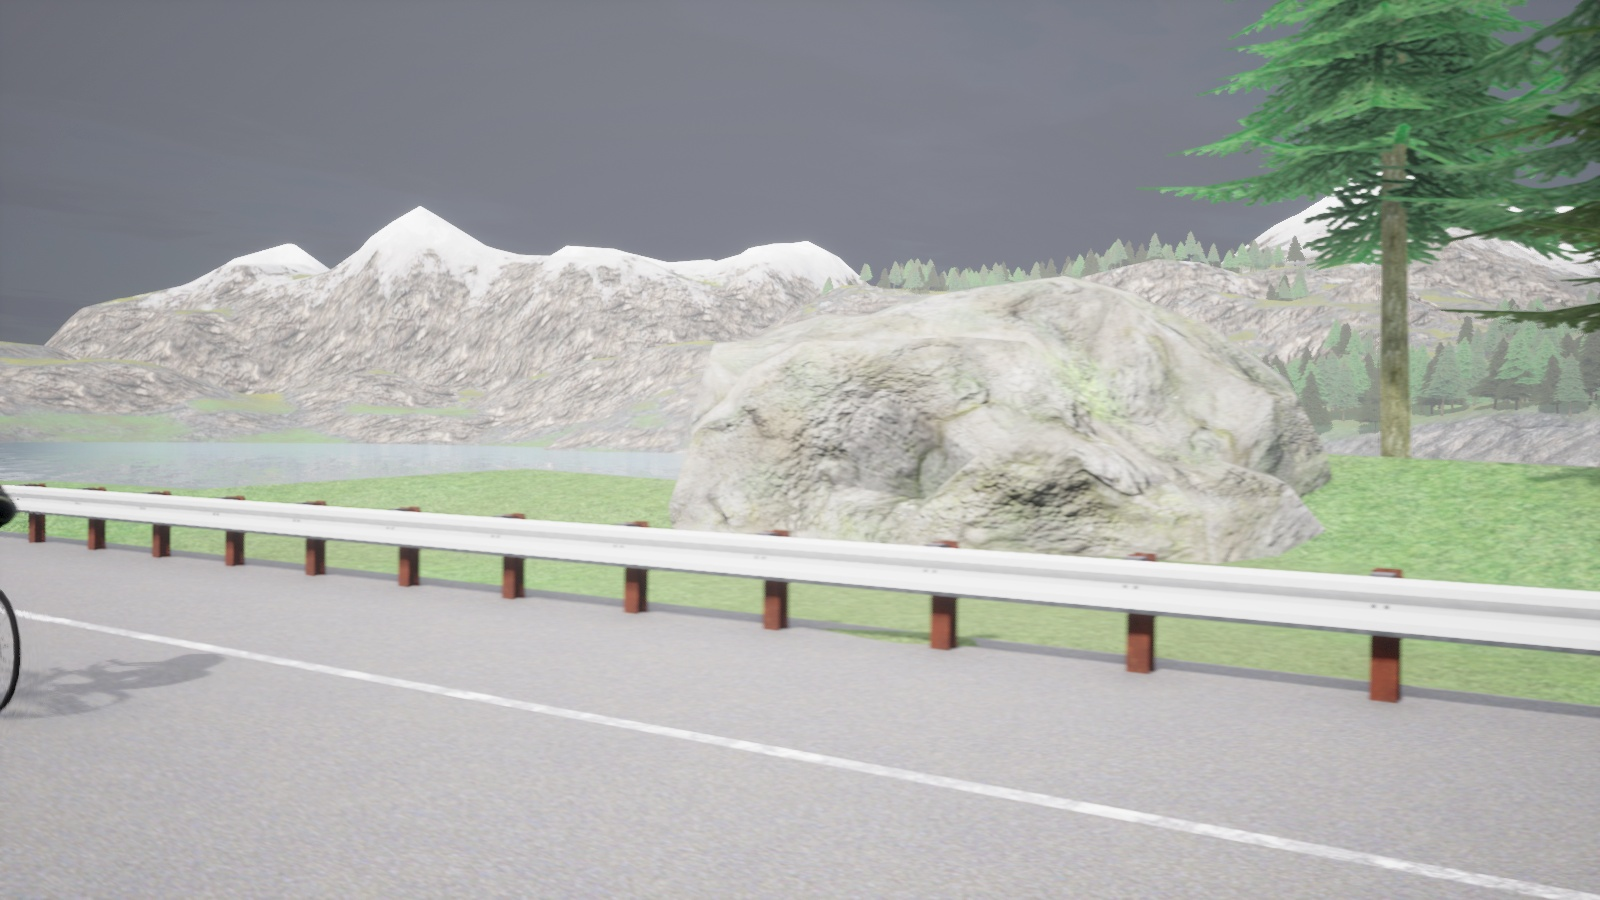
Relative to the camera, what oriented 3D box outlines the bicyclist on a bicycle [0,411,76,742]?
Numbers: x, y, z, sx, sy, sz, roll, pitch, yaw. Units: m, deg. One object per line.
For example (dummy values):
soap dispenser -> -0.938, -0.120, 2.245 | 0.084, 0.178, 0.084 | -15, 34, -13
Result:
bicyclist on a bicycle -> -4.584, 0.621, 6.667 | 1.656, 1.620, 0.582 | 0, 1, 34
